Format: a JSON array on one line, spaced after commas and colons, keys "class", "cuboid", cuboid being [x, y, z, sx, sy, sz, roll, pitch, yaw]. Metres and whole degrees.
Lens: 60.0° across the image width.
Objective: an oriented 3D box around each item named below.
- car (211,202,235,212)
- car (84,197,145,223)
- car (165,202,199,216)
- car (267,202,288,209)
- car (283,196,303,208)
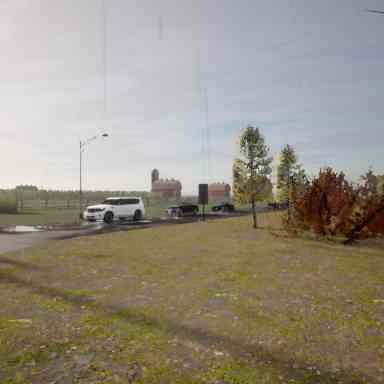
[{"class": "car", "cuboid": [4.283, 1.986, 45.205, 1.994, 1.385, 4.181, -1, -1, 32]}, {"class": "car", "cuboid": [-6.390, 1.452, 28.174, 2.150, 2.045, 5.566, -1, -1, 34]}, {"class": "car", "cuboid": [-1.057, 1.817, 36.690, 2.128, 1.511, 4.902, -1, -1, 32]}, {"class": "car", "cuboid": [13.531, 1.965, 53.126, 1.837, 1.490, 4.892, -1, -1, 32]}, {"class": "car", "cuboid": [18.765, 1.783, 61.649, 2.150, 2.045, 5.566, -1, -1, 32]}]
